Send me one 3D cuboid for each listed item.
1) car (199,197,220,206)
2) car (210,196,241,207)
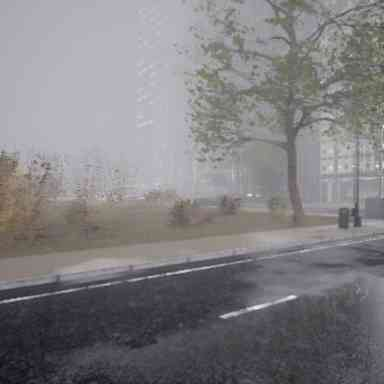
[{"bbox_3d":[2.330,1.389,49.120,2.033,1.411,5.357,1,0,-34],"label":"car"},{"bbox_3d":[5.066,1.377,50.888,2.128,1.511,4.902,1,0,-34],"label":"car"}]
